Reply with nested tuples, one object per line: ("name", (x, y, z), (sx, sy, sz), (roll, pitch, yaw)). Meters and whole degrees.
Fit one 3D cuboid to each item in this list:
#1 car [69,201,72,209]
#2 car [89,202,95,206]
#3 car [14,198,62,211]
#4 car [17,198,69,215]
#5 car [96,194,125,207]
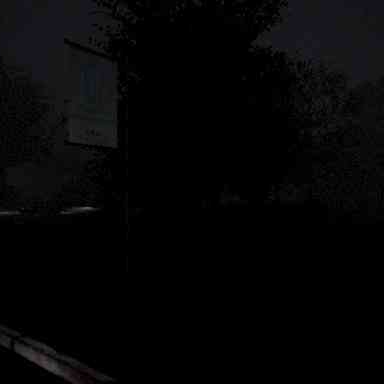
("car", (-16.512, 1.470, 38.652), (1.882, 1.535, 5.008), (0, 0, 39))
("car", (-12.522, 1.508, 49.343), (2.033, 1.411, 5.357), (0, 0, 38))
("car", (-18.976, 1.484, 41.176), (2.128, 1.511, 4.902), (0, 0, 39))
("car", (-15.370, 1.560, 34.190), (1.994, 1.385, 4.181), (0, 0, 39))
("car", (-10.198, 1.185, 46.639), (2.150, 2.045, 5.566), (0, 0, 38))
